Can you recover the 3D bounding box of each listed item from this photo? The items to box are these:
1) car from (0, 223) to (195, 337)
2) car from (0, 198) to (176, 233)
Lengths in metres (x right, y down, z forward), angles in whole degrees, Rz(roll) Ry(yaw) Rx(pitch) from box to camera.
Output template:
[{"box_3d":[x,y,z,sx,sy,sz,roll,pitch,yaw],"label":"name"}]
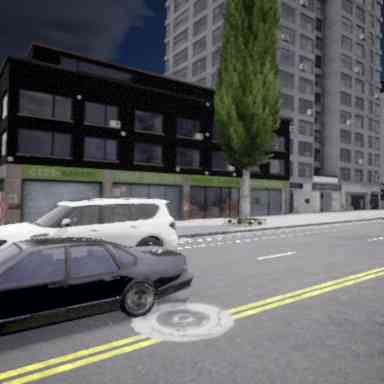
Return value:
[{"box_3d":[-2.522,1.545,5.879,5.357,1.411,2.033,0,0,-36],"label":"car"},{"box_3d":[-3.040,1.214,9.498,5.566,2.045,2.150,0,0,-35],"label":"car"}]
